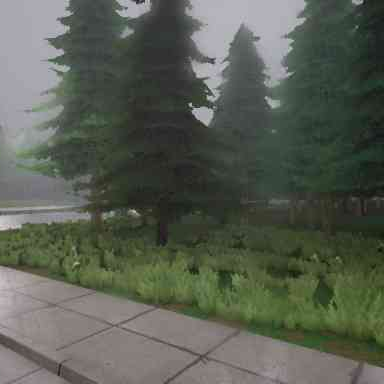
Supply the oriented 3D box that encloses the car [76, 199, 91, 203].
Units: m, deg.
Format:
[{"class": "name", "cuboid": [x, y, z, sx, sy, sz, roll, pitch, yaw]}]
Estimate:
[{"class": "car", "cuboid": [-9.458, 1.194, 34.045, 2.150, 2.045, 5.566, 0, 0, 35]}]
